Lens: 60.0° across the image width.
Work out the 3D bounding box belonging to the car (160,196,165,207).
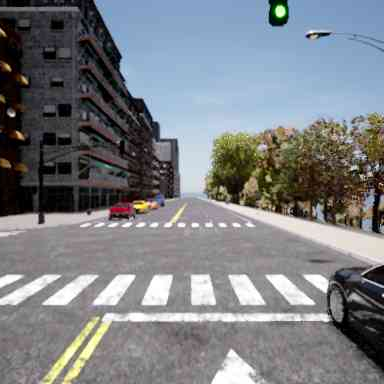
[{"bbox_3d":[-6.461,1.850,64.476,2.150,2.045,5.566,0,-1,0],"label":"car"}]

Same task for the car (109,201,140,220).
[{"bbox_3d":[-6.578,1.781,31.863,1.882,1.535,5.008,0,-1,0],"label":"car"}]

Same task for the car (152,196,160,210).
[{"bbox_3d":[-6.553,1.847,51.362,2.097,1.767,4.553,0,-1,0],"label":"car"}]

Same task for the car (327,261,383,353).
[{"bbox_3d":[3.346,1.546,4.158,1.837,1.490,4.892,0,0,0],"label":"car"}]

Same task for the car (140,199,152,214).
[{"bbox_3d":[-6.570,1.873,41.285,1.882,1.535,5.008,0,-1,0],"label":"car"}]
